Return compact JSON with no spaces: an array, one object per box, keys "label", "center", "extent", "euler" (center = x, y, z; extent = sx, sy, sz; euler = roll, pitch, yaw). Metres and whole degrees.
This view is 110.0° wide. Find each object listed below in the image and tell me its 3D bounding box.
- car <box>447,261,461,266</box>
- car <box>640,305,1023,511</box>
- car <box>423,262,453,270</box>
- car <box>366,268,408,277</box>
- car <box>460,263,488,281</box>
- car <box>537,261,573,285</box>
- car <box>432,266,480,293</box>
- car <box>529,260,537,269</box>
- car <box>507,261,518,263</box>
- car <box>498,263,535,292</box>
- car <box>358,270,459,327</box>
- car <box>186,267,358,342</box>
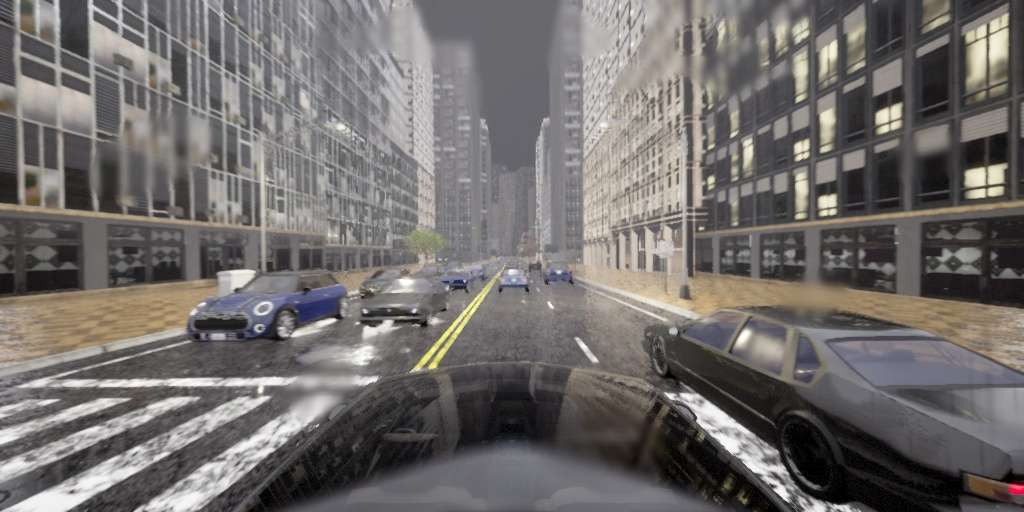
[{"label":"car","center":[-6.498,1.315,39.415],"extent":[2.097,1.767,4.553],"euler":[-1,0,0]},{"label":"car","center":[3.355,1.321,4.363],"extent":[2.033,1.411,5.357],"euler":[-1,-1,0]},{"label":"car","center":[-6.533,1.487,29.280],"extent":[2.033,1.411,5.357],"euler":[-1,0,0]},{"label":"car","center":[-6.589,1.422,19.481],"extent":[1.837,1.490,4.892],"euler":[-1,0,0]},{"label":"car","center":[-3.249,1.442,32.342],"extent":[1.812,1.442,4.674],"euler":[-1,0,0]},{"label":"car","center":[3.350,1.194,27.691],"extent":[2.097,1.767,4.553],"euler":[-1,0,0]},{"label":"car","center":[-3.328,1.493,22.128],"extent":[1.895,1.301,4.718],"euler":[-1,0,0]},{"label":"car","center":[3.338,1.374,52.349],"extent":[1.882,1.535,5.008],"euler":[-1,0,0]},{"label":"car","center":[0.056,1.411,48.479],"extent":[2.128,1.511,4.902],"euler":[-1,0,1]},{"label":"car","center":[0.100,1.408,22.578],"extent":[2.033,1.411,5.357],"euler":[-1,0,0]},{"label":"car","center":[-3.347,1.416,12.367],"extent":[2.033,1.411,5.357],"euler":[-1,0,0]},{"label":"car","center":[-6.631,1.247,10.384],"extent":[2.097,1.767,4.553],"euler":[-1,0,1]}]
